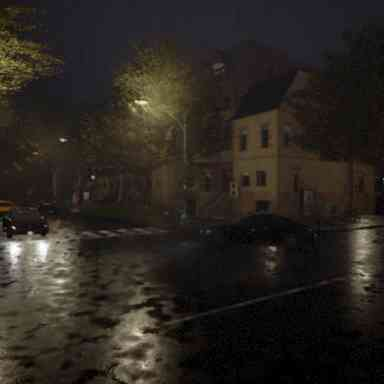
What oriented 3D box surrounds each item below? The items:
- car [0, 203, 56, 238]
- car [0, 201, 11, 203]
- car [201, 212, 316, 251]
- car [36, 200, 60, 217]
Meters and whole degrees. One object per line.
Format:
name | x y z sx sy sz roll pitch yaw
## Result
car | -9.115 1.566 18.051 2.033 1.411 5.357 0 0 -33
car | -15.964 1.497 27.953 1.882 1.535 5.008 0 0 -35
car | 2.711 1.588 13.880 4.674 1.442 1.812 0 1 4
car | -13.843 1.534 31.354 2.128 1.511 4.902 0 0 -35
